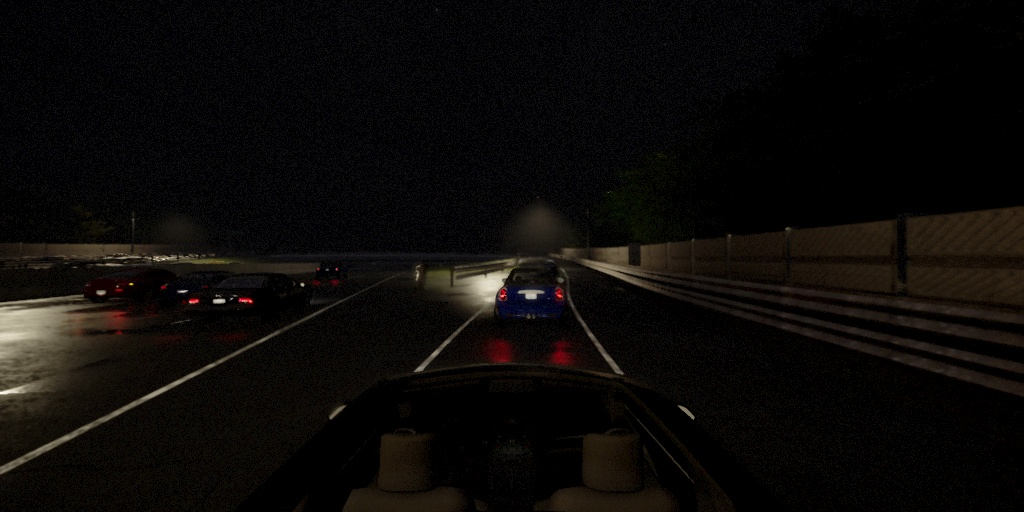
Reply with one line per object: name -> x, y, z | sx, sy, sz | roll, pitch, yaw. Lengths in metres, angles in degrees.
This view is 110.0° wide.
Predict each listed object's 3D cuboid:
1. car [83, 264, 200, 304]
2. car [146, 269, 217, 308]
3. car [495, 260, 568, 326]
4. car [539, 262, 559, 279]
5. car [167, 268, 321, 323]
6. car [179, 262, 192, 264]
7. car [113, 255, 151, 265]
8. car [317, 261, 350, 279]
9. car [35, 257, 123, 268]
car -> -16.498, 1.267, 16.208 | 1.812, 1.442, 4.674 | 0, 0, -13
car -> -12.720, 1.310, 15.317 | 1.994, 1.385, 4.181 | 0, 0, -13
car -> 0.694, 1.144, 12.048 | 2.097, 1.767, 4.553 | 0, 0, 4
car -> 3.733, 1.389, 35.509 | 1.812, 1.442, 4.674 | 0, 0, 8
car -> -8.519, 1.290, 12.185 | 2.033, 1.411, 5.357 | 0, 0, -13
car -> -41.231, 1.556, 45.392 | 1.882, 1.535, 5.008 | 0, -1, -13
car -> -34.526, 1.083, 31.495 | 2.150, 2.045, 5.566 | 0, -1, -12
car -> -17.034, 1.274, 34.245 | 2.097, 1.767, 4.553 | 0, -1, -13
car -> -29.208, 1.127, 23.797 | 2.097, 1.767, 4.553 | 0, -1, -13
